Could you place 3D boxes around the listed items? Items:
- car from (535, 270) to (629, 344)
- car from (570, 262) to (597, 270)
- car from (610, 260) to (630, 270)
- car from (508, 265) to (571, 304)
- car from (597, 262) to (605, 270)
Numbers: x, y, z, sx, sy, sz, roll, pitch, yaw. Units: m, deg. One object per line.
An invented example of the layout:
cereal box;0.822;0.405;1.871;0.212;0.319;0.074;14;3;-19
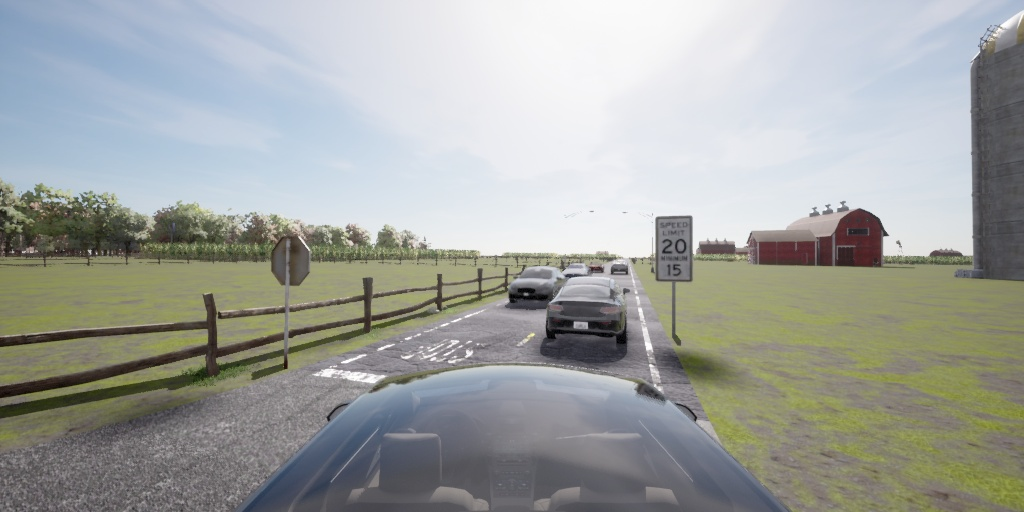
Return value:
car;2.139;1.280;9.665;1.812;1.442;4.674;0;0;18
car;5.261;1.314;28.604;2.033;1.411;5.357;0;0;18
car;12.333;1.266;41.052;2.128;1.511;4.902;0;0;18
car;1.291;1.265;16.310;1.837;1.490;4.892;0;0;18
car;10.255;1.376;43.785;1.895;1.301;4.718;0;0;18
